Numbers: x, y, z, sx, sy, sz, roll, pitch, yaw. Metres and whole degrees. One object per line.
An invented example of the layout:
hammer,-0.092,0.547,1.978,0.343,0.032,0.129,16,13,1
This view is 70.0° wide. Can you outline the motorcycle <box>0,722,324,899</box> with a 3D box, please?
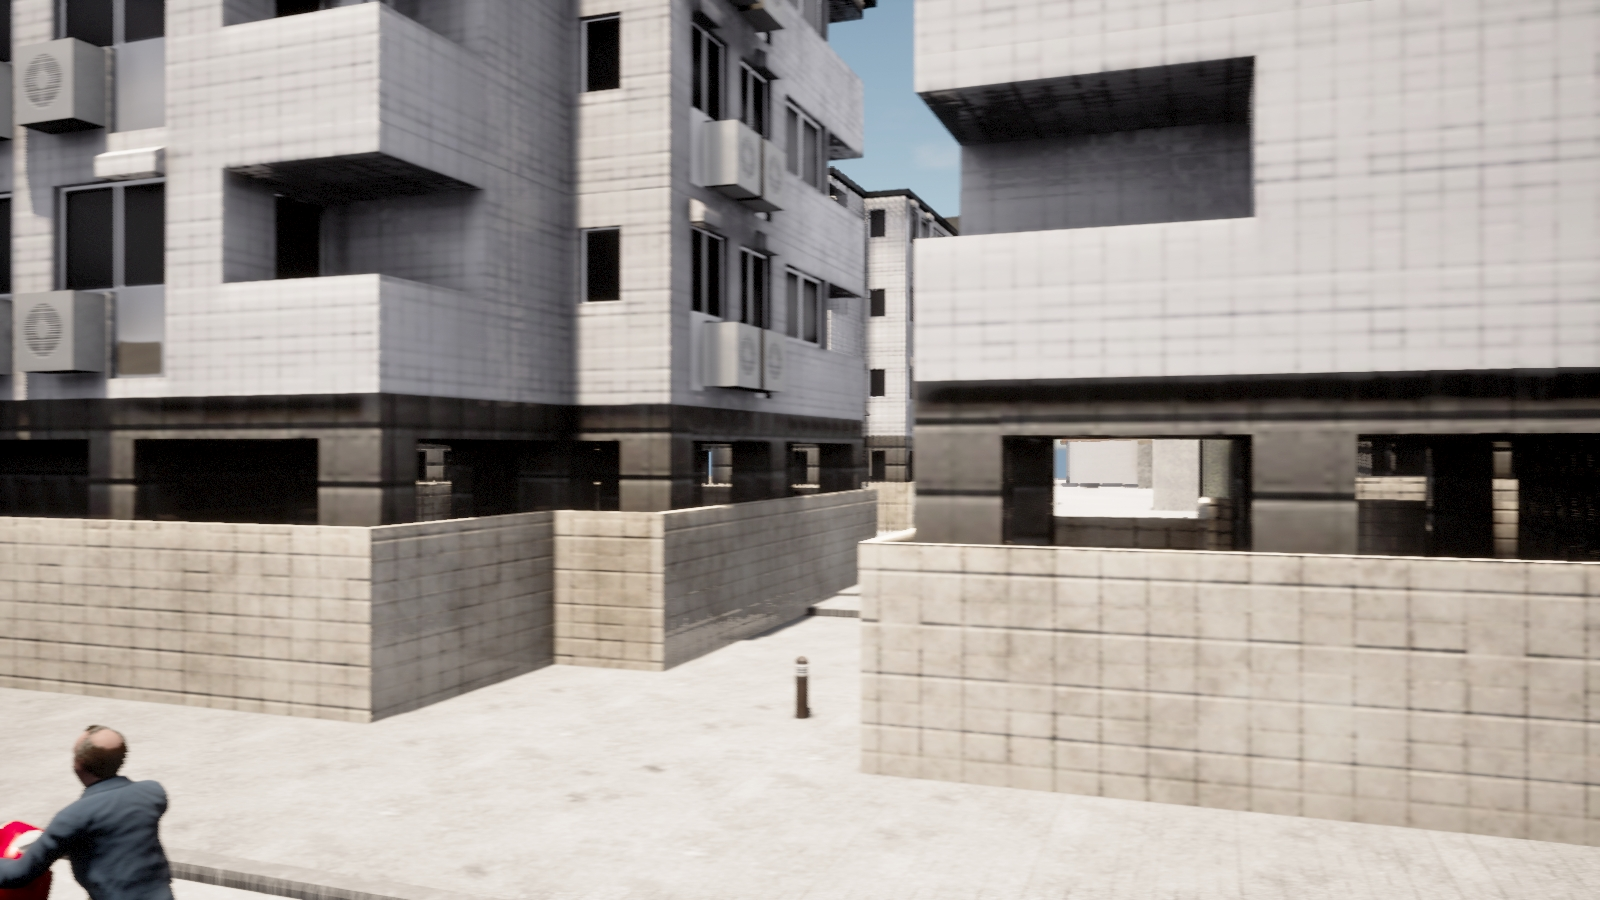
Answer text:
motorcycle,-3.092,1.962,4.942,1.805,1.236,0.856,0,0,20
